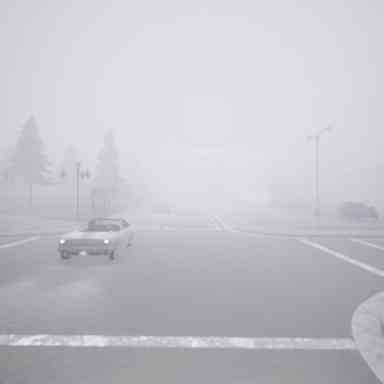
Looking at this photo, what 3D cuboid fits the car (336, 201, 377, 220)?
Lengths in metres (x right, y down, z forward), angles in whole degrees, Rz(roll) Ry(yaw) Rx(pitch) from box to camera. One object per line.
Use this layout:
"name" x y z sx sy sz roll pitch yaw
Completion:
"car" 13.979 1.600 28.199 1.845 1.501 3.633 0 0 0

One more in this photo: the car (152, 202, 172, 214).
"car" -3.469 1.876 39.270 1.994 1.385 4.181 0 0 0

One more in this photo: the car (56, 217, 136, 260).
"car" -3.490 1.697 12.918 1.895 1.301 4.718 0 -1 0

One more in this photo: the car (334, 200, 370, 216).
"car" 17.038 1.670 35.588 1.970 1.475 3.806 0 0 0

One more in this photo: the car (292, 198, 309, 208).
"car" 17.384 1.765 54.250 2.152 1.636 5.027 0 0 0

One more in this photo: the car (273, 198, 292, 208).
"car" 14.247 1.773 54.231 2.007 1.523 4.514 0 0 0
